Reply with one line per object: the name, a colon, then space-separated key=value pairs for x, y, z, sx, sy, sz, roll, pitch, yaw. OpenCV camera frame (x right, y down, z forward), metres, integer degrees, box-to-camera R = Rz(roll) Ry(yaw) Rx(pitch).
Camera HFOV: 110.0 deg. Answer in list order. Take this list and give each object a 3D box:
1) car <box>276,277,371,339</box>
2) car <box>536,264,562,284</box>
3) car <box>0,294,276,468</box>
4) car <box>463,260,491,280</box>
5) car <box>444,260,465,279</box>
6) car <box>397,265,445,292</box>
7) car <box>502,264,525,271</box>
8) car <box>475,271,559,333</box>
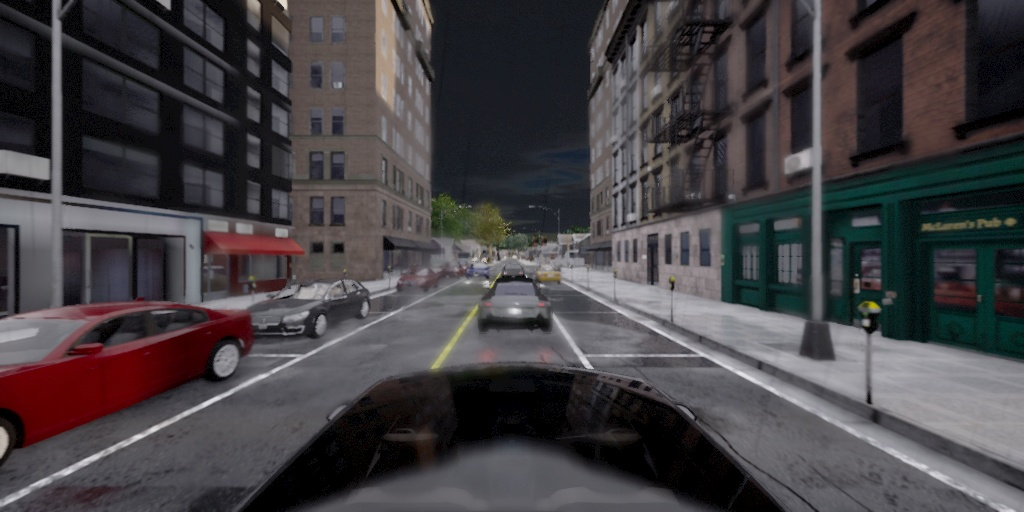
car: x=-5.399 y=1.300 z=9.965 sx=2.007 sy=1.370 sz=4.403 roll=0 pitch=0 yaw=0
car: x=2.663 y=1.274 z=26.645 sx=1.751 sy=1.417 sz=4.829 roll=0 pitch=0 yaw=0
car: x=-5.404 y=1.295 z=4.462 sx=1.888 sy=1.381 sz=4.507 roll=0 pitch=0 yaw=0
car: x=-2.833 y=1.274 z=31.018 sx=1.812 sy=1.442 sz=4.674 roll=0 pitch=0 yaw=0
car: x=-5.380 y=1.188 z=31.981 sx=1.967 sy=1.591 sz=4.097 roll=0 pitch=0 yaw=0
car: x=-5.390 y=1.331 z=20.973 sx=1.802 sy=1.307 sz=4.207 roll=0 pitch=0 yaw=0
car: x=0.102 y=1.349 z=30.131 sx=1.895 sy=1.301 sz=4.718 roll=0 pitch=0 yaw=0
car: x=0.082 y=1.314 z=10.703 sx=1.994 sy=1.385 sz=4.181 roll=0 pitch=0 yaw=0
